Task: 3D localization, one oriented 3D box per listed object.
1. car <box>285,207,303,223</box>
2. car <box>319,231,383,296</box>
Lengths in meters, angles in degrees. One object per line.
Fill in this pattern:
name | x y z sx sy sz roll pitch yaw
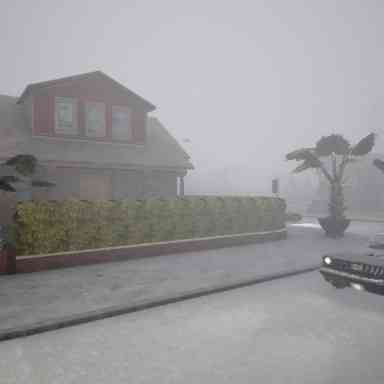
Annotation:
car | 6.073 1.564 24.780 1.994 1.385 4.181 0 0 -35
car | 5.197 1.601 7.904 4.718 1.301 1.895 0 0 -33
